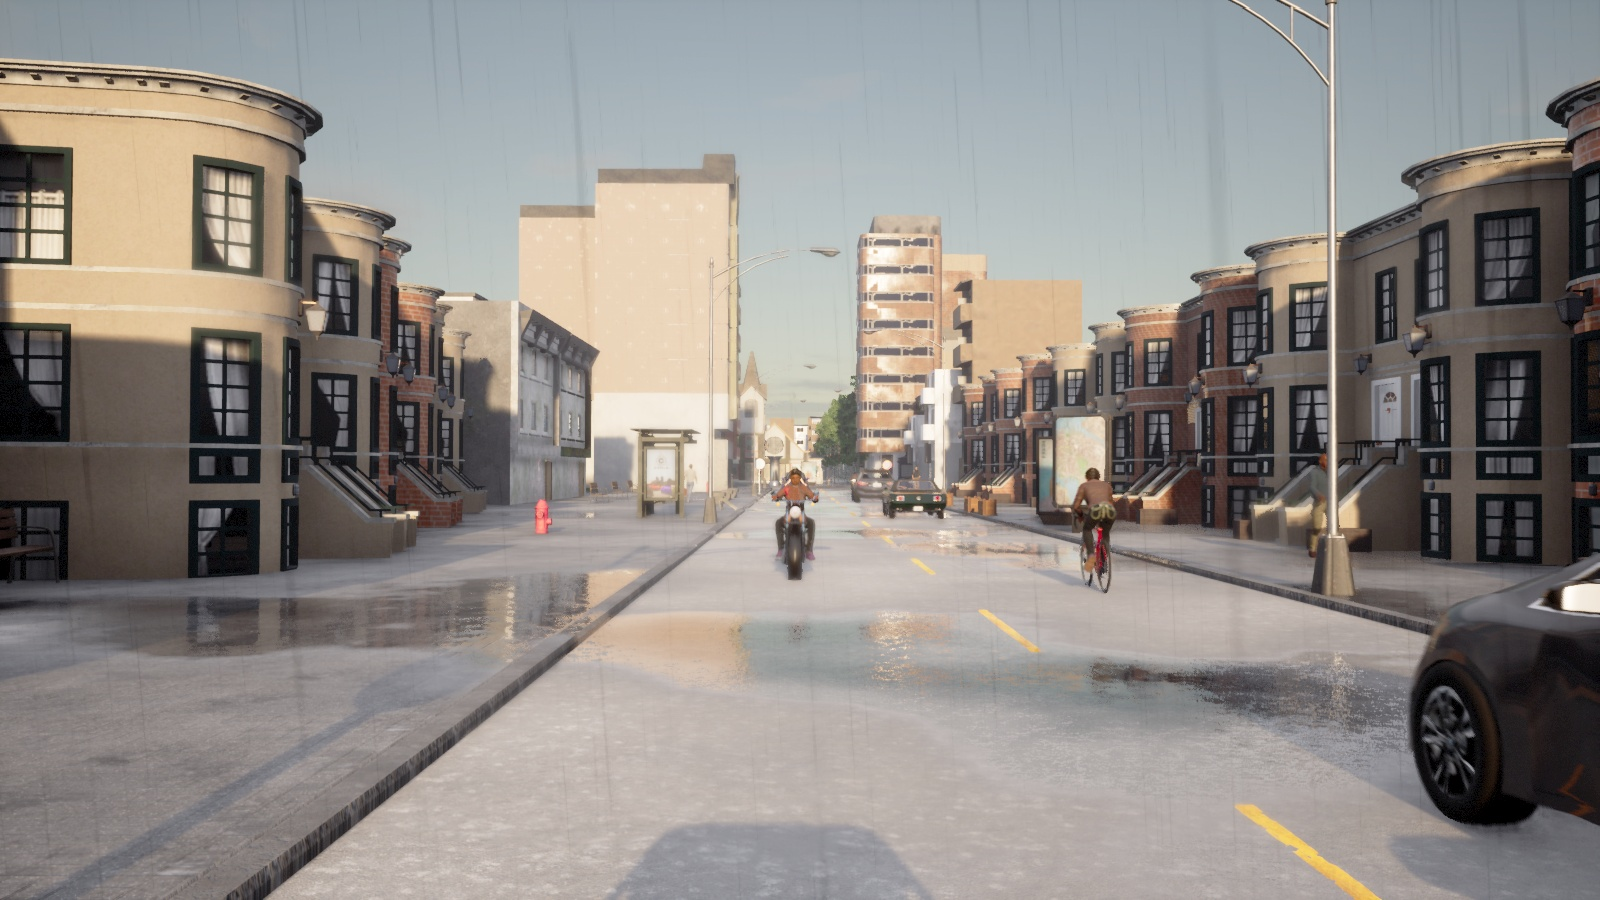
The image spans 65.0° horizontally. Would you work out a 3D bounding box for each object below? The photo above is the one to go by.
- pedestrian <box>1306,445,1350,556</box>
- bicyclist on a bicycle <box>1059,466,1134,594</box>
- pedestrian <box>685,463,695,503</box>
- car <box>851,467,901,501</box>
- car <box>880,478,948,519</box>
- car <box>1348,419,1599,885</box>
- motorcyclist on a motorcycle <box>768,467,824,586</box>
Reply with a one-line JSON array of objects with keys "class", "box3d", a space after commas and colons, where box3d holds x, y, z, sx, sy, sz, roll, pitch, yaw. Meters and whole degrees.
[{"class": "pedestrian", "box3d": [8.916, 0.844, 21.236, 0.370, 1.835, 0.726, 0, -1, -5]}, {"class": "bicyclist on a bicycle", "box3d": [3.944, 1.033, 16.809, 0.582, 1.620, 1.656, 0, -1, 0]}, {"class": "pedestrian", "box3d": [-5.040, 1.505, 57.333, 0.354, 1.836, 0.706, 0, -1, 3]}, {"class": "car", "box3d": [3.793, 1.712, 63.771, 2.242, 1.667, 4.611, 0, -1, 0]}, {"class": "car", "box3d": [3.861, 1.622, 43.129, 1.895, 1.301, 4.718, 0, -1, 0]}, {"class": "car", "box3d": [3.984, 0.714, 4.224, 2.242, 1.667, 4.611, 0, -1, 0]}, {"class": "motorcyclist on a motorcycle", "box3d": [-0.062, 1.077, 18.584, 0.766, 1.649, 2.350, 0, -1, 0]}]
